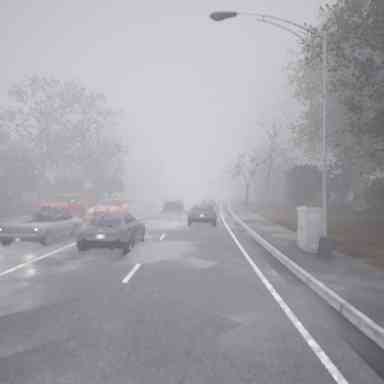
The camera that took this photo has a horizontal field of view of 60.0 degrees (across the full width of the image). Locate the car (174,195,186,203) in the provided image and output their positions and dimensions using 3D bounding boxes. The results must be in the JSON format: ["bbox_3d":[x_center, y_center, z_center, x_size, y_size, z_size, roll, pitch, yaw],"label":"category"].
[{"bbox_3d":[-2.394,1.335,68.362,1.837,1.490,4.892,0,0,7],"label":"car"}]

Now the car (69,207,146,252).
[{"bbox_3d":[-3.154,1.528,13.667,1.994,1.385,4.181,0,0,2],"label":"car"}]

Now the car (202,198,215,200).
[{"bbox_3d":[2.175,1.461,44.029,1.994,1.385,4.181,0,0,5],"label":"car"}]

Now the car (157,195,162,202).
[{"bbox_3d":[-5.869,1.370,68.778,2.033,1.411,5.357,0,0,7],"label":"car"}]

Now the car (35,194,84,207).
[{"bbox_3d":[-9.822,1.153,25.269,2.150,2.045,5.566,0,0,3],"label":"car"}]

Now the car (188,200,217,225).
[{"bbox_3d":[0.745,1.508,23.717,1.994,1.385,4.181,0,0,3],"label":"car"}]

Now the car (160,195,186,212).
[{"bbox_3d":[-1.945,1.388,36.772,1.882,1.535,5.008,0,0,4],"label":"car"}]

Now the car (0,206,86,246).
[{"bbox_3d":[-6.775,1.559,15.267,1.895,1.301,4.718,0,0,2],"label":"car"}]

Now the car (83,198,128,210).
[{"bbox_3d":[-6.307,1.286,25.520,2.097,1.767,4.553,0,0,3],"label":"car"}]
